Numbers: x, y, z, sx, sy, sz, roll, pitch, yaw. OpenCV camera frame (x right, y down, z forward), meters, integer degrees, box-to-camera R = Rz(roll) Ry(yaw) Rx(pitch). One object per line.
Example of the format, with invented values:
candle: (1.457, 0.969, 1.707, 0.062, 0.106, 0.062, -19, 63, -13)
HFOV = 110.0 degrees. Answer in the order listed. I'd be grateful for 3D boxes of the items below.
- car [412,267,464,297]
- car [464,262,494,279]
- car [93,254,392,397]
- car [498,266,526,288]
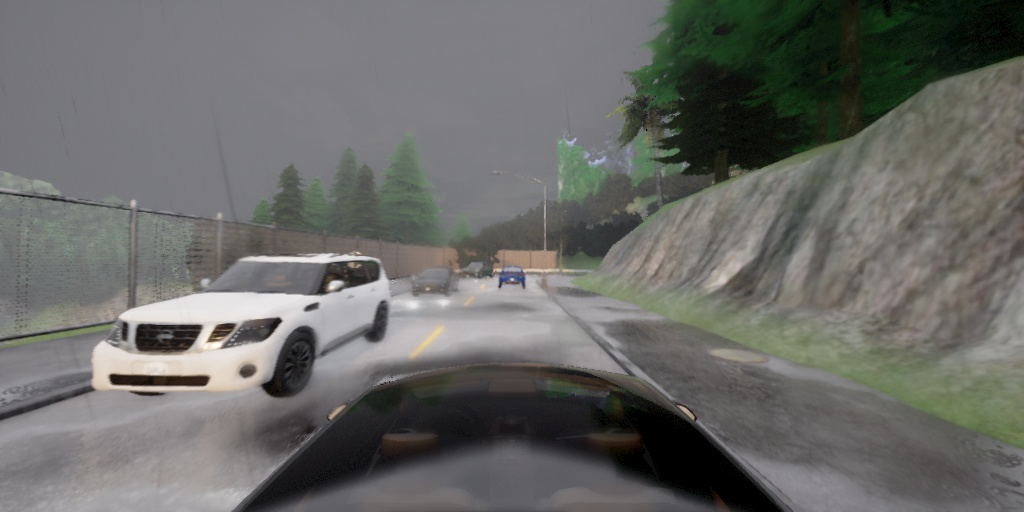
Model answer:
car: (-4.076, 1.363, 19.775, 1.837, 1.490, 4.892, 1, 0, 0)
car: (-3.469, 1.364, 36.093, 2.097, 1.767, 4.553, 1, 0, 18)
car: (-4.088, 0.966, 6.889, 2.150, 2.045, 5.566, 1, -1, 0)
car: (0.010, 1.449, 26.488, 1.882, 1.535, 5.008, 1, -1, 0)
